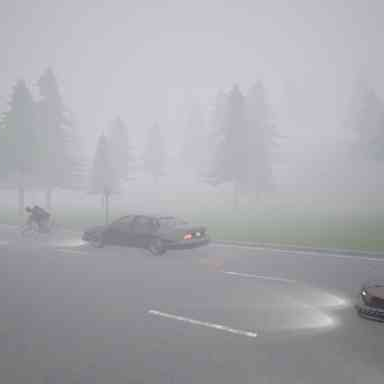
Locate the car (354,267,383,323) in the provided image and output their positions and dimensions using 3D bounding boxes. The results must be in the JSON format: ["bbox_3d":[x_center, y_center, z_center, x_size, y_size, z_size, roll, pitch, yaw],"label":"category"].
[{"bbox_3d":[5.276,1.547,4.561,5.357,1.411,2.033,0,0,34],"label":"car"}]

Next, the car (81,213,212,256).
[{"bbox_3d":[-1.911,1.547,13.113,5.357,1.411,2.033,0,0,32],"label":"car"}]

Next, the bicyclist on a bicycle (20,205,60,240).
[{"bbox_3d":[-7.169,1.381,15.450,1.656,1.620,0.582,-21,24,-18],"label":"bicyclist on a bicycle"}]

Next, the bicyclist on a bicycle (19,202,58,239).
[{"bbox_3d":[-7.503,1.400,16.343,1.656,1.620,0.582,-2,-28,-20],"label":"bicyclist on a bicycle"}]
